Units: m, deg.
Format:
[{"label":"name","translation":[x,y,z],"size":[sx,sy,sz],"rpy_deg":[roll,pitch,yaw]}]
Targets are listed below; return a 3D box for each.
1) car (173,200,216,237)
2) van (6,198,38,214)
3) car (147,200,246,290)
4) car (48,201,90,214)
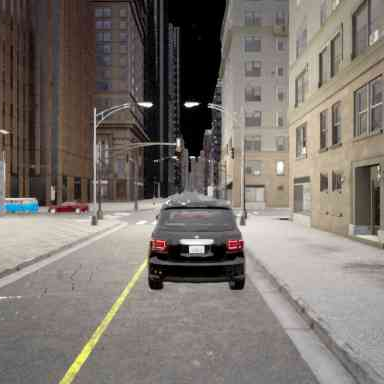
[{"label":"car","translation":[0.131,1.357,18.672],"size":[2.097,1.767,4.553],"rpy_deg":[0,0,0]},{"label":"van","translation":[-19.534,1.588,37.599],"size":[3.998,1.788,1.690],"rpy_deg":[-1,0,0]},{"label":"car","translation":[0.117,1.223,9.223],"size":[2.150,2.045,5.566],"rpy_deg":[0,0,1]},{"label":"car","translation":[-13.908,1.724,37.569],"size":[4.507,1.381,1.887],"rpy_deg":[-1,0,0]}]
